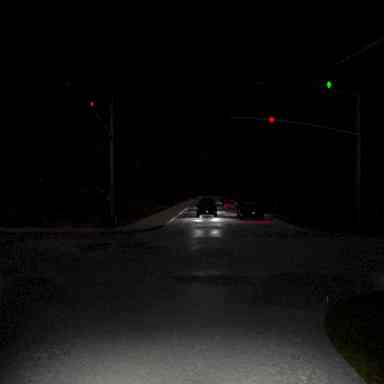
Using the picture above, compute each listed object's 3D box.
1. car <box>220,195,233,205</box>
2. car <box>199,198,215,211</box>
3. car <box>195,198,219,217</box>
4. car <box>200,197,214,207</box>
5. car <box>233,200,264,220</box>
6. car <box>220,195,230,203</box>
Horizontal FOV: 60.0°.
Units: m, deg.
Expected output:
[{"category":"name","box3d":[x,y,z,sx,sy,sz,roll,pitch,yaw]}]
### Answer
[{"category":"car","box3d":[6.353,1.566,59.014,1.895,1.301,4.718,0,0,3]},{"category":"car","box3d":[1.847,1.470,40.449,1.837,1.490,4.892,0,0,3]},{"category":"car","box3d":[1.384,1.470,30.997,1.837,1.490,4.892,0,0,3]},{"category":"car","box3d":[2.339,1.529,50.357,1.994,1.385,4.181,0,0,3]},{"category":"car","box3d":[4.843,1.443,27.991,1.882,1.535,5.008,0,0,3]},{"category":"car","box3d":[6.838,1.470,68.975,1.837,1.490,4.892,0,0,3]}]
